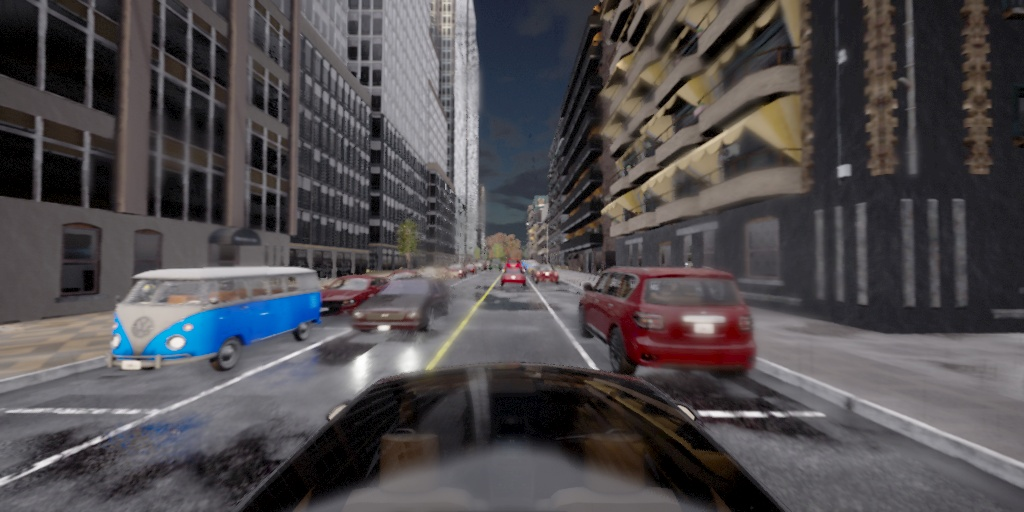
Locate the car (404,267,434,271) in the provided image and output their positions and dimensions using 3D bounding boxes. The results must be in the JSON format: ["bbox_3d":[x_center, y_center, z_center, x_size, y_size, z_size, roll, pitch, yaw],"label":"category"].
[{"bbox_3d":[-5.653,1.431,18.764,1.888,1.381,4.507,0,0,0],"label":"car"}]

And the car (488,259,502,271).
[{"bbox_3d":[-2.868,1.540,63.079,2.150,2.045,5.566,0,-1,1],"label":"car"}]

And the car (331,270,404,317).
[{"bbox_3d":[-5.668,1.379,13.107,1.888,1.381,4.507,0,0,0],"label":"car"}]

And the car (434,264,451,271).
[{"bbox_3d":[-5.639,1.462,24.252,1.751,1.417,4.829,0,0,0],"label":"car"}]

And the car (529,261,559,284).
[{"bbox_3d":[2.757,1.457,30.062,1.967,1.591,4.097,0,0,0],"label":"car"}]

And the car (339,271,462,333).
[{"bbox_3d":[-3.081,1.374,11.314,2.033,1.411,5.357,0,0,0],"label":"car"}]

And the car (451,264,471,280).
[{"bbox_3d":[-5.608,1.480,35.735,1.967,1.591,4.097,0,0,0],"label":"car"}]

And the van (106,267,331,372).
[{"bbox_3d":[-5.684,1.123,7.450,1.690,1.789,3.998,0,0,0],"label":"van"}]

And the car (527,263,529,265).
[{"bbox_3d":[2.772,1.634,35.719,1.948,1.339,4.313,0,0,0],"label":"car"}]

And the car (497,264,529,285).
[{"bbox_3d":[0.123,1.561,28.759,1.994,1.385,4.181,0,0,1],"label":"car"}]

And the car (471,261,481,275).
[{"bbox_3d":[-5.578,1.688,47.050,1.888,1.381,4.507,0,0,0],"label":"car"}]

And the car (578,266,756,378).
[{"bbox_3d":[2.697,1.126,7.434,2.192,1.841,5.009,0,0,0],"label":"car"}]

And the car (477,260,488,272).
[{"bbox_3d":[-5.548,1.797,58.364,2.007,1.370,4.403,0,0,0],"label":"car"}]

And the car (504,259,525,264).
[{"bbox_3d":[0.190,1.375,45.917,2.150,2.045,5.566,0,0,0],"label":"car"}]

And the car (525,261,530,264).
[{"bbox_3d":[2.803,1.697,47.204,1.751,1.417,4.829,0,0,0],"label":"car"}]
